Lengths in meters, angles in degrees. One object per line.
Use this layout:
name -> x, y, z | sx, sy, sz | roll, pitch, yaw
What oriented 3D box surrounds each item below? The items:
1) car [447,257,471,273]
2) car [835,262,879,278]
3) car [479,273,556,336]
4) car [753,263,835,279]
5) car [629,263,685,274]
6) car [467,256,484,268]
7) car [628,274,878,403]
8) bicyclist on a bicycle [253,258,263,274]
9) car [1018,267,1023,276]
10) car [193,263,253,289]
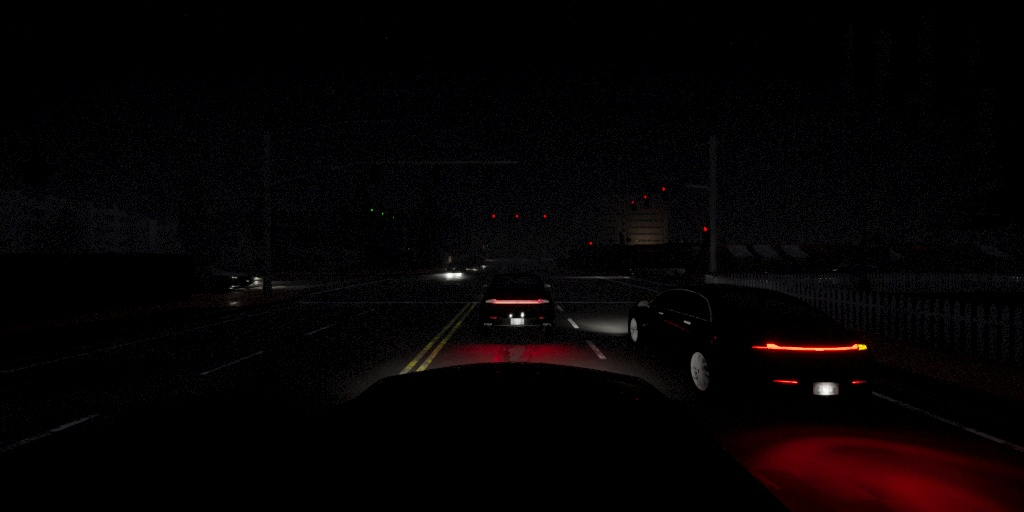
car -> -6.802, 1.239, 44.460 | 2.128, 1.511, 4.902 | 0, 0, 1
car -> 31.725, 1.275, 33.781 | 4.674, 1.442, 1.812 | 0, 0, -1
car -> 0.138, 1.241, 10.391 | 2.128, 1.511, 4.902 | 0, 0, 0
car -> 23.386, 1.297, 30.144 | 5.357, 1.411, 2.033 | 0, 0, -1
car -> 13.446, 1.351, 33.468 | 4.718, 1.301, 1.895 | 0, 0, -1
car -> -6.642, 0.966, 59.992 | 2.150, 2.045, 5.566 | 0, 1, 3
car -> 3.591, 1.255, 6.484 | 1.837, 1.490, 4.892 | 0, 0, 1
bicyclist on a bicycle -> -26.143, 1.050, 36.925 | 0.582, 1.620, 1.656 | 0, 0, -3
car -> 46.818, 1.242, 30.514 | 4.902, 1.511, 2.128 | 0, 0, -1
car -> -18.813, 1.276, 22.303 | 4.674, 1.442, 1.812 | 0, 0, -1
